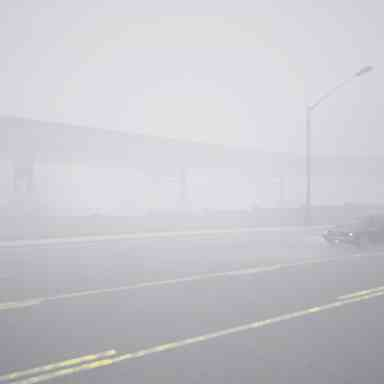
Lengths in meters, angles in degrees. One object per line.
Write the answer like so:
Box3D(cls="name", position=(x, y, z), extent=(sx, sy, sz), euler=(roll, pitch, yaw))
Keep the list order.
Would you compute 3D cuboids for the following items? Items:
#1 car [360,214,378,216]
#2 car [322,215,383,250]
Box3D(cls="car", position=(11.173, 2.097, 20.932), extent=(4.181, 1.385, 1.994), euler=(0, -2, -20))
Box3D(cls="car", position=(8.744, 2.010, 16.377), extent=(4.718, 1.301, 1.895), euler=(0, -2, -24))
